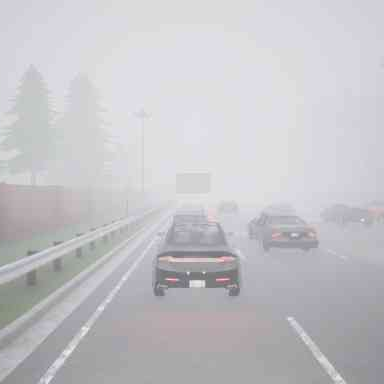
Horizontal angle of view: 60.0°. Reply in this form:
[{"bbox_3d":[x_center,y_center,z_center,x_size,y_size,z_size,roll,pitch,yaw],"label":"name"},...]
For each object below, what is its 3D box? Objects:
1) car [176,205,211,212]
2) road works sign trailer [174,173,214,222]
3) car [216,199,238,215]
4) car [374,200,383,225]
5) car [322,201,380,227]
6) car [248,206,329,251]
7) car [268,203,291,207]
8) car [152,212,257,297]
[{"bbox_3d":[0.049,1.474,19.034,1.882,1.535,5.008,0,0,5],"label":"car"},{"bbox_3d":[0.062,0.464,22.954,2.380,3.560,2.880,0,0,-1],"label":"road works sign trailer"},{"bbox_3d":[3.592,1.477,34.314,1.882,1.535,5.008,0,0,0],"label":"car"},{"bbox_3d":[14.094,1.352,24.462,2.097,1.767,4.553,0,0,0],"label":"car"},{"bbox_3d":[10.595,1.503,23.043,1.837,1.490,4.892,0,0,0],"label":"car"},{"bbox_3d":[3.592,1.547,14.092,2.033,1.411,5.357,0,0,0],"label":"car"},{"bbox_3d":[7.094,1.564,27.047,1.994,1.385,4.181,0,0,0],"label":"car"},{"bbox_3d":[0.098,1.491,8.595,2.128,1.511,4.902,0,0,0],"label":"car"}]
